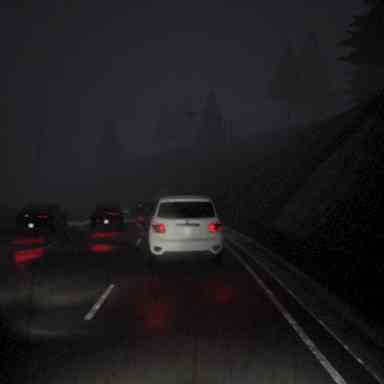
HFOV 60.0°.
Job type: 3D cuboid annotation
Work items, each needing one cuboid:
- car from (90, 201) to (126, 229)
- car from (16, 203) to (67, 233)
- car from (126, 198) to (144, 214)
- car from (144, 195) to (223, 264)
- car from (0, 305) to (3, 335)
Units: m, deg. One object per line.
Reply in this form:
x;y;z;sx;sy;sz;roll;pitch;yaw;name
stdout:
-5.158;1.345;20.505;1.837;1.490;4.892;0;0;-12;car
-8.343;1.381;18.749;1.837;1.490;4.892;0;0;-10;car
-4.698;1.262;31.388;1.812;1.442;4.674;0;1;-20;car
-0.336;1.114;11.629;2.150;2.045;5.566;0;0;-5;car
-3.477;1.475;2.483;1.882;1.535;5.008;0;1;0;car
